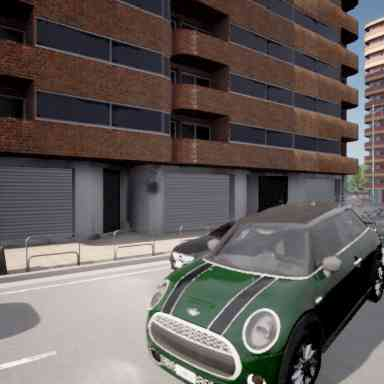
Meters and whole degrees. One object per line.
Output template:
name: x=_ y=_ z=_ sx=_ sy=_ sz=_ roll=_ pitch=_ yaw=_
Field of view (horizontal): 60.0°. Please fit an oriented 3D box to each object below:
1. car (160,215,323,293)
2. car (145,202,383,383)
car: x=1.571 y=1.526 z=9.492 sx=4.674 sy=1.442 sz=1.812 roll=0 pitch=0 yaw=-36
car: x=1.400 y=1.154 z=5.293 sx=2.097 sy=1.767 sz=4.553 roll=2 pitch=9 yaw=43
